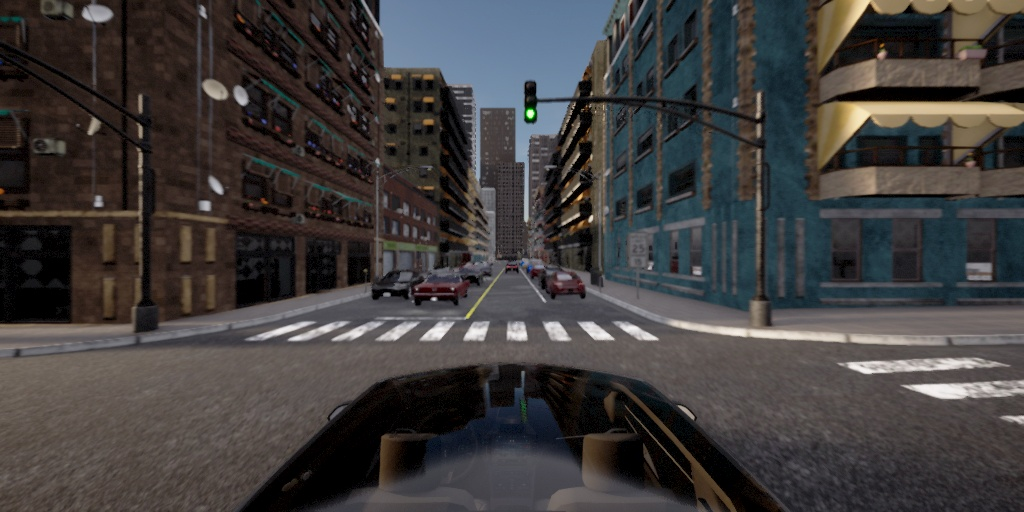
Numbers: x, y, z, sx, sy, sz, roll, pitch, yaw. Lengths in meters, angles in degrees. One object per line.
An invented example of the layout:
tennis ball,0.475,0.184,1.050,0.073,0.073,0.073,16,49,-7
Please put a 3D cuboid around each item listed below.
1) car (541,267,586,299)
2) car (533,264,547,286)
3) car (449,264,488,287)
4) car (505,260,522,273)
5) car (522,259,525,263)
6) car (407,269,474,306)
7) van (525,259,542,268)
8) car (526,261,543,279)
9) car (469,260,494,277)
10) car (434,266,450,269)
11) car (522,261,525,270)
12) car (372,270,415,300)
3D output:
car,2.690,1.421,18.488,1.802,1.307,4.207,0,0,0
car,2.691,1.435,24.012,1.948,1.339,4.313,0,0,0
car,-3.089,1.483,26.461,1.895,1.301,4.718,0,0,0
car,0.002,1.506,47.531,1.837,1.490,4.892,0,0,0
car,2.694,1.615,62.844,1.751,1.417,4.829,0,0,0
car,-3.095,1.429,16.500,1.895,1.301,4.718,0,0,0
van,2.692,1.302,40.581,1.690,1.789,3.998,0,0,0
car,2.692,1.476,35.058,1.888,1.381,4.507,0,0,0
car,-3.062,1.499,38.789,2.033,1.411,5.357,0,0,0
car,-5.690,1.466,29.548,1.948,1.339,4.313,0,0,0
car,2.693,1.559,46.105,1.948,1.339,4.313,0,0,0
car,-5.691,1.405,18.501,1.948,1.339,4.313,0,0,0
